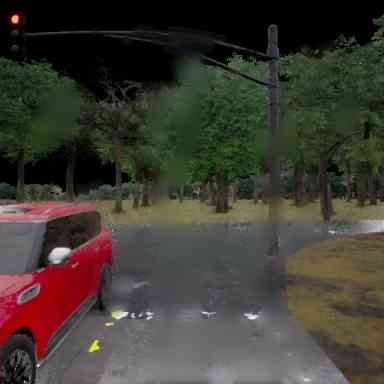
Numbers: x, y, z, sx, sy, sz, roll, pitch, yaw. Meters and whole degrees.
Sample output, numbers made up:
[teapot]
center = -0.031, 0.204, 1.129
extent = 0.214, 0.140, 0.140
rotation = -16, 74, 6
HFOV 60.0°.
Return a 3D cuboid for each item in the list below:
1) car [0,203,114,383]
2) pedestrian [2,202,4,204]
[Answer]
[car]
center = -2.685, 1.225, 4.805
extent = 2.150, 2.045, 5.566
rotation = 0, 0, 0
[pedestrian]
center = -15.239, 1.718, 26.749
extent = 0.375, 1.860, 0.375
rotation = 0, -1, 0
